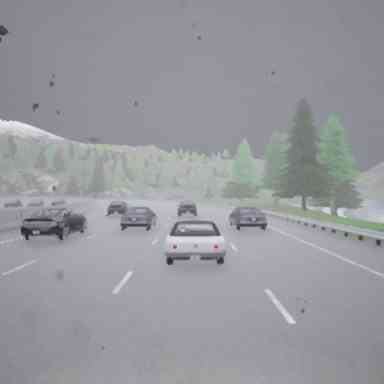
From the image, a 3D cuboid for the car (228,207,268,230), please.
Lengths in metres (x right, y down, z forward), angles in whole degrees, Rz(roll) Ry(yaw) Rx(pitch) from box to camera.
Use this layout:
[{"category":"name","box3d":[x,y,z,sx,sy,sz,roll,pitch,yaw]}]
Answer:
[{"category":"car","box3d":[3.562,1.661,21.897,2.033,1.411,5.357,0,0,-1]}]

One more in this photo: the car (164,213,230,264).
[{"category":"car","box3d":[0.103,1.664,12.067,1.895,1.301,4.718,0,0,0]}]

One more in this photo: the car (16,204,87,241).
[{"category":"car","box3d":[-6.897,1.580,17.156,2.128,1.511,4.902,0,0,0]}]

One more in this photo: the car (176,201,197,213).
[{"category":"car","box3d":[-0.591,1.685,34.617,1.837,1.490,4.892,1,0,-5]}]

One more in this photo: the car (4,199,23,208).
[{"category":"car","box3d":[-28.683,1.803,53.588,1.812,1.442,4.674,0,0,-13]}]

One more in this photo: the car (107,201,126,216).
[{"category":"car","box3d":[-7.626,1.684,34.655,1.837,1.490,4.892,1,0,-5]}]

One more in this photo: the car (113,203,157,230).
[{"category":"car","box3d":[-3.437,1.661,21.926,2.033,1.411,5.357,0,0,-1]}]

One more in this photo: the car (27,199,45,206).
[{"category":"car","box3d":[-25.237,1.805,54.119,1.812,1.442,4.674,0,0,-13]}]

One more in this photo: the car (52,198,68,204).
[{"category":"car","box3d":[-21.894,1.762,55.165,1.882,1.535,5.008,0,0,-13]}]
